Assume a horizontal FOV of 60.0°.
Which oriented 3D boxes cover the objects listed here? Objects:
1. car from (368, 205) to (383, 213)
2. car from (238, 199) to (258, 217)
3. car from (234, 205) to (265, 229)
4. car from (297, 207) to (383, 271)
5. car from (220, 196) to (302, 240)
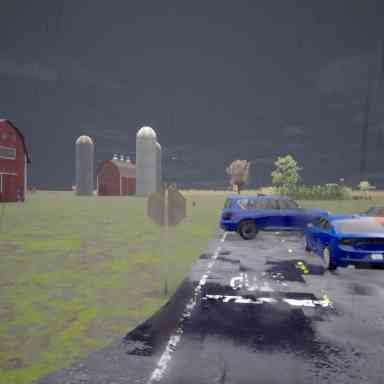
[{"bbox_3d":[8.791,1.371,15.197,2.097,1.767,4.553,0,0,-38],"label":"car"},{"bbox_3d":[5.557,1.502,32.976,1.837,1.490,4.892,0,0,9],"label":"car"},{"bbox_3d":[3.880,1.601,22.673,1.895,1.301,4.718,0,0,9],"label":"car"},{"bbox_3d":[4.972,1.481,10.837,1.882,1.535,5.008,0,0,7],"label":"car"},{"bbox_3d":[4.157,1.219,16.514,5.566,2.045,2.150,0,0,-1],"label":"car"}]
